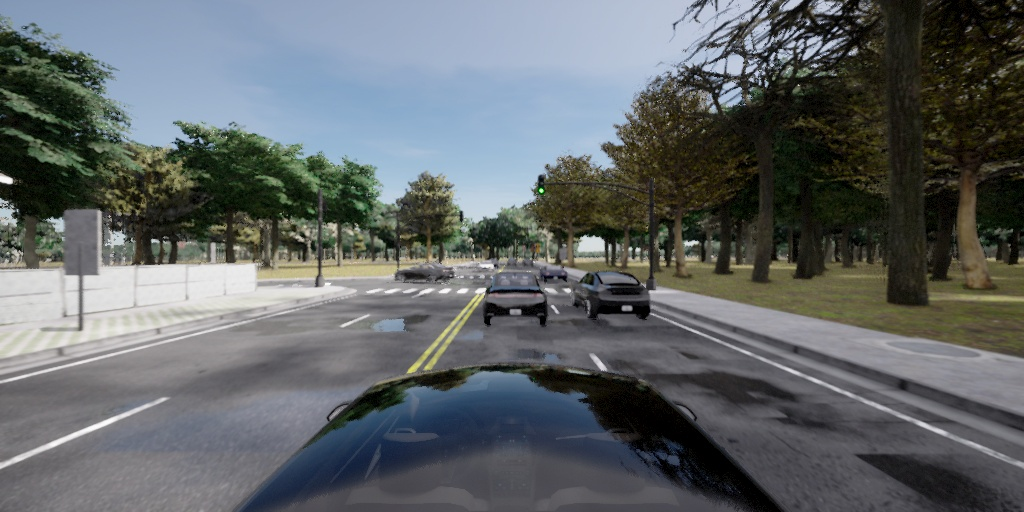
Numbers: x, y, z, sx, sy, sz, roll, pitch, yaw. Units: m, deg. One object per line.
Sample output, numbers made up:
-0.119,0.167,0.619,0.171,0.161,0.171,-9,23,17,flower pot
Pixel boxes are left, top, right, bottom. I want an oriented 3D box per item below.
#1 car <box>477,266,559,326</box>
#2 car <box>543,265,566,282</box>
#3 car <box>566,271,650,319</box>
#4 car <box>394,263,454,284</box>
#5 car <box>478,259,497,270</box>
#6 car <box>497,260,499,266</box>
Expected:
0.097,1.260,11.812,2.128,1.511,4.902,0,0,0,car
3.351,1.398,29.846,1.895,1.301,4.718,0,0,0,car
3.349,1.276,12.857,1.837,1.490,4.892,0,0,0,car
-6.828,1.299,27.761,4.902,1.511,2.128,0,0,22,car
-3.336,1.335,46.759,1.812,1.442,4.674,0,0,0,car
-3.279,1.322,62.801,1.837,1.490,4.892,0,0,0,car
